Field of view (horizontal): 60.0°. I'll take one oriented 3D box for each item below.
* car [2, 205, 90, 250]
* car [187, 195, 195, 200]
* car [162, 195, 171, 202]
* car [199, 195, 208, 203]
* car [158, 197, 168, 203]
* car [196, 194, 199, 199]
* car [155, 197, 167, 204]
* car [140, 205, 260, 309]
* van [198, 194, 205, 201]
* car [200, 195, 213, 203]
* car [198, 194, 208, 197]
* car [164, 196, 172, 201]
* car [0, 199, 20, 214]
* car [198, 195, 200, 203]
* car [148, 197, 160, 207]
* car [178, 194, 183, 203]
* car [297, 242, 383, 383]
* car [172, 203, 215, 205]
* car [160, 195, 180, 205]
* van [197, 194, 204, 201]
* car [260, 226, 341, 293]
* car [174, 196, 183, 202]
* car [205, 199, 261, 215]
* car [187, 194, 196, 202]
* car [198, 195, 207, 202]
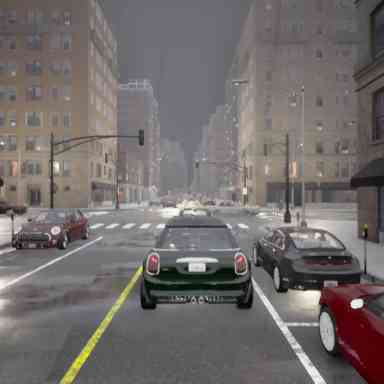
[{"bbox_3d":[-5.818,1.442,14.127,1.967,1.590,4.097,0,0,0],"label":"car"},{"bbox_3d":[-0.279,1.520,90.025,1.994,1.385,4.181,0,0,0],"label":"car"},{"bbox_3d":[-6.061,1.539,80.029,1.967,1.590,4.097,0,0,0],"label":"car"},{"bbox_3d":[2.503,1.522,74.575,1.967,1.590,4.097,0,0,0],"label":"car"},{"bbox_3d":[-5.983,1.648,69.013,1.802,1.307,4.206,0,0,0],"label":"car"},{"bbox_3d":[2.544,1.382,69.068,2.192,1.841,5.009,0,0,0],"label":"car"},{"bbox_3d":[-5.943,1.597,63.505,1.887,1.381,4.507,0,0,0],"label":"car"},{"bbox_3d":[0.066,1.353,8.017,2.097,1.767,4.553,0,0,-1],"label":"car"},{"bbox_3d":[2.425,1.460,85.589,1.690,1.788,3.998,0,0,0],"label":"van"},{"bbox_3d":[2.661,1.577,52.546,1.887,1.381,4.507,0,0,0],"label":"car"},{"bbox_3d":[2.581,1.579,63.730,1.752,1.417,4.829,0,0,0],"label":"car"},{"bbox_3d":[-6.101,1.700,85.536,1.802,1.307,4.206,0,0,0],"label":"car"},{"bbox_3d":[-17.605,1.396,30.165,5.008,1.535,1.882,0,0,-2],"label":"car"},{"bbox_3d":[2.622,1.608,58.053,1.947,1.339,4.313,0,0,0],"label":"car"},{"bbox_3d":[-5.864,1.582,52.489,2.008,1.369,4.403,0,0,0],"label":"car"},{"bbox_3d":[-3.146,1.404,63.610,2.097,1.767,4.553,0,0,0],"label":"car"},{"bbox_3d":[2.682,1.545,3.128,1.887,1.381,4.507,0,0,0],"label":"car"},{"bbox_3d":[0.133,1.493,15.319,2.128,1.511,4.902,0,0,0],"label":"car"},{"bbox_3d":[-3.067,1.528,46.530,1.837,1.490,4.892,0,0,0],"label":"car"},{"bbox_3d":[2.385,1.481,91.096,1.690,1.788,3.998,0,0,0],"label":"van"},{"bbox_3d":[2.694,1.551,8.620,2.008,1.369,4.403,0,0,0],"label":"car"},{"bbox_3d":[-3.198,1.689,78.724,1.895,1.301,4.718,0,0,0],"label":"car"},{"bbox_3d":[4.022,1.601,31.414,4.718,1.301,1.895,0,0,29],"label":"car"},{"bbox_3d":[-0.207,1.687,80.049,1.895,1.301,4.718,0,0,0],"label":"car"},{"bbox_3d":[2.464,1.539,80.081,1.967,1.590,4.097,0,0,0],"label":"car"}]
